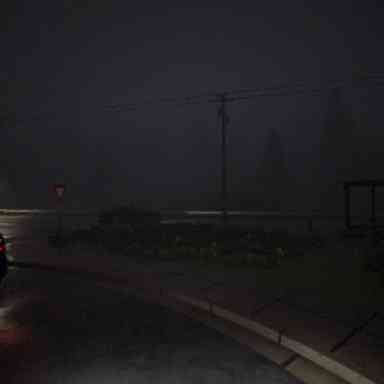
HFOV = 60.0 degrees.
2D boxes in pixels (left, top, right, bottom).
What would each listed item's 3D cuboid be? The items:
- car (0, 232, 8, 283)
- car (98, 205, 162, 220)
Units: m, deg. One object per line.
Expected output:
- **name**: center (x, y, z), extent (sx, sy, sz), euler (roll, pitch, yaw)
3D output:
- **car**: center (-6.767, 1.360, 7.981), extent (5.566, 2.045, 2.150), euler (-1, -1, 31)
- **car**: center (-4.691, 1.782, 25.924), extent (5.008, 1.535, 1.882), euler (0, -2, -29)
